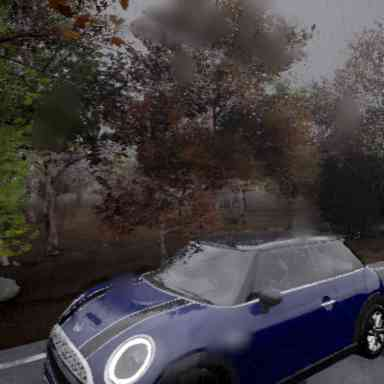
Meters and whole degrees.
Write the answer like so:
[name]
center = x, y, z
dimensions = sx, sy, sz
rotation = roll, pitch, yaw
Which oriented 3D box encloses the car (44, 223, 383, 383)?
[car]
center = 0.577, 1.358, 4.389
dimensions = 4.553, 1.767, 2.097
rotation = 0, 0, -35
